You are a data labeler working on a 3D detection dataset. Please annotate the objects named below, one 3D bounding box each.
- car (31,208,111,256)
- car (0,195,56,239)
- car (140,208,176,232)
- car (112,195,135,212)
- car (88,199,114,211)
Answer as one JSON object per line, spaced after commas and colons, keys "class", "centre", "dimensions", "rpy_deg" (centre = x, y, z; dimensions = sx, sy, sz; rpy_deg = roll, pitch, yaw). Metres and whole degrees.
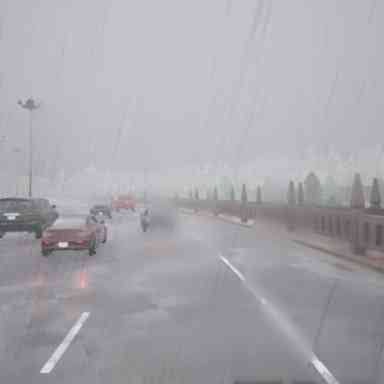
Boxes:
{"class": "car", "centre": [-4.540, 1.574, 13.246], "dimensions": [1.812, 1.442, 4.674], "rpy_deg": [0, 0, -7]}
{"class": "car", "centre": [-8.826, 1.297, 18.033], "dimensions": [2.150, 2.045, 5.566], "rpy_deg": [0, 0, -11]}
{"class": "car", "centre": [-2.253, 1.659, 20.779], "dimensions": [1.895, 1.301, 4.718], "rpy_deg": [0, 0, -11]}
{"class": "car", "centre": [-8.562, 1.351, 40.993], "dimensions": [2.150, 2.045, 5.566], "rpy_deg": [0, 0, -23]}
{"class": "car", "centre": [-8.554, 1.610, 30.889], "dimensions": [1.837, 1.490, 4.892], "rpy_deg": [0, 0, -17]}
